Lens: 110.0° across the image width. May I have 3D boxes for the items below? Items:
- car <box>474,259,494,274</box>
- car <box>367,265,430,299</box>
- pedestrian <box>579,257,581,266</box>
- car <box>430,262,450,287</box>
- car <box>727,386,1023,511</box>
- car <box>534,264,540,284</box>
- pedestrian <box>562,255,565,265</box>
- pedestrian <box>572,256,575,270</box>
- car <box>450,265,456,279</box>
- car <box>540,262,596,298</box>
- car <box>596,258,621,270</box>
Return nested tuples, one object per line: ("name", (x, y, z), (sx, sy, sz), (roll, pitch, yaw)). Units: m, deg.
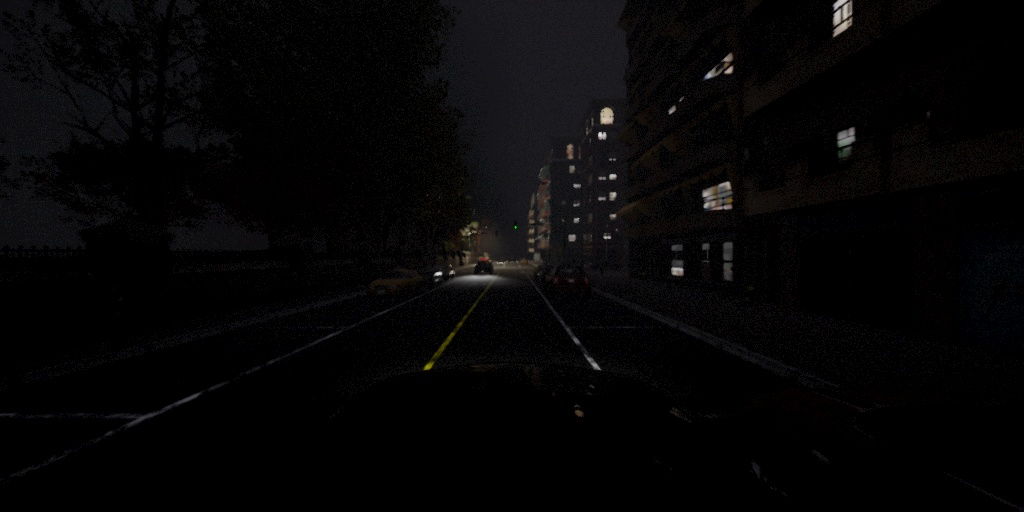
("car", (-3.007, 1.279, 39.077), (1.895, 1.301, 4.718), (0, 0, 0))
("car", (-5.688, 1.239, 17.987), (1.751, 1.417, 4.829), (0, 0, 0))
("pedestrian", (8.138, 1.046, 42.202), (0.375, 1.860, 0.375), (0, 0, 0))
("car", (-5.687, 1.253, 23.787), (2.007, 1.370, 4.403), (0, 0, 0))
("car", (2.692, 1.191, 1.267), (1.967, 1.591, 4.097), (0, 0, 0))
("car", (2.693, 1.269, 23.787), (1.948, 1.339, 4.313), (0, 0, 0))
("pedestrian", (6.137, 0.817, 42.801), (0.375, 1.860, 0.375), (0, 0, 0))
("pedestrian", (7.138, 0.891, 41.601), (0.375, 1.860, 0.375), (0, 0, 0))
("car", (-5.688, 1.219, 29.247), (1.751, 1.417, 4.829), (0, 0, 0))
("car", (2.692, 1.154, 18.157), (1.967, 1.591, 4.097), (0, 0, 0))
("car", (14.601, 1.241, 56.398), (5.009, 1.841, 2.192), (0, 0, 0))
